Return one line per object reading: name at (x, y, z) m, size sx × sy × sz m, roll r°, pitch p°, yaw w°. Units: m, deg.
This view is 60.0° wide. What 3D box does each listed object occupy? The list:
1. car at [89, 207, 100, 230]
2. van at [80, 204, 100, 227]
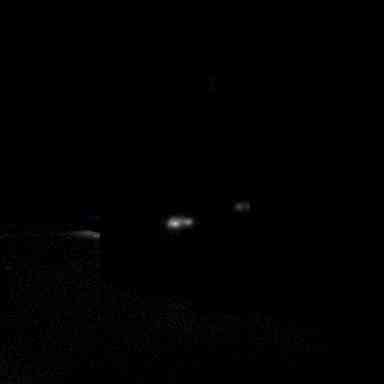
car at (-4.663, 1.951, 23.832) m, size 1.812 × 1.442 × 4.674 m, roll 0°, pitch -1°, yaw 35°
van at (-6.588, 1.776, 25.586) m, size 1.690 × 1.788 × 3.998 m, roll -1°, pitch -2°, yaw 35°
